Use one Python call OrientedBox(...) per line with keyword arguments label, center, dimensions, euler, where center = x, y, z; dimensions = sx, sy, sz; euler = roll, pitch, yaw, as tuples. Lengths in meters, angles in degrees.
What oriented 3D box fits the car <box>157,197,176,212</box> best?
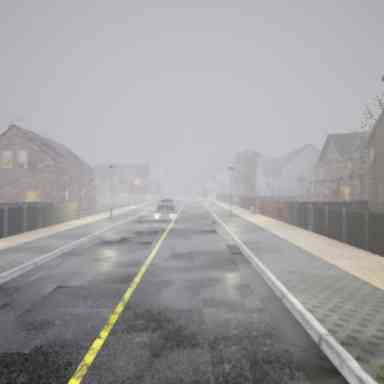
OrientedBox(label="car", center=(-2.771, 1.382, 36.801), dimensions=(1.882, 1.535, 5.008), euler=(0, 0, 0))
